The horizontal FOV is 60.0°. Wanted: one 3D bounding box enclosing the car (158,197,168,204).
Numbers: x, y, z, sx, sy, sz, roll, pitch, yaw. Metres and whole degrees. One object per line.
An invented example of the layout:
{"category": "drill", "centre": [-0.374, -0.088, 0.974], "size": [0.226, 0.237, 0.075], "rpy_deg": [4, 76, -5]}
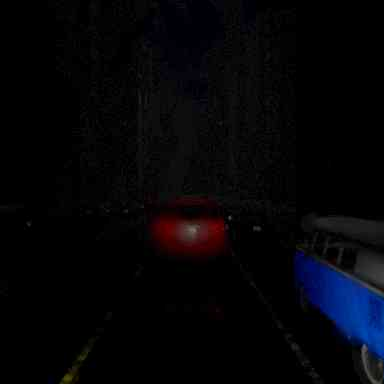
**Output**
{"category": "car", "centre": [-5.768, 1.705, 66.631], "size": [1.802, 1.307, 4.206], "rpy_deg": [0, 0, 0]}

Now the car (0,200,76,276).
{"category": "car", "centre": [-5.762, 1.330, 10.538], "size": [2.192, 1.841, 5.009], "rpy_deg": [0, 0, 0]}

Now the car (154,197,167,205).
{"category": "car", "centre": [-5.767, 1.661, 61.022], "size": [2.008, 1.369, 4.403], "rpy_deg": [0, 0, 0]}

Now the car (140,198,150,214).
{"category": "car", "centre": [-5.765, 1.604, 32.975], "size": [2.008, 1.369, 4.403], "rpy_deg": [0, 0, 0]}

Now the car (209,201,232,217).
{"category": "car", "centre": [2.760, 1.598, 32.991], "size": [1.887, 1.381, 4.507], "rpy_deg": [0, 0, 0]}

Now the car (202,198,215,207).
{"category": "car", "centre": [2.758, 1.663, 55.427], "size": [1.947, 1.339, 4.313], "rpy_deg": [0, 0, 0]}

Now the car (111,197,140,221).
{"category": "car", "centre": [-5.764, 1.483, 27.366], "size": [1.967, 1.590, 4.097], "rpy_deg": [0, 0, 0]}

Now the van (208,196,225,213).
{"category": "van", "centre": [2.760, 1.404, 38.600], "size": [1.690, 1.788, 3.998], "rpy_deg": [0, 0, 0]}

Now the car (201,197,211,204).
{"category": "car", "centre": [2.757, 1.705, 66.645], "size": [1.802, 1.307, 4.206], "rpy_deg": [0, 0, 0]}

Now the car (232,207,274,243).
{"category": "car", "centre": [2.762, 1.590, 16.163], "size": [1.947, 1.339, 4.313], "rpy_deg": [0, 0, 0]}

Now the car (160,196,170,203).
{"category": "car", "centre": [-5.768, 1.662, 72.071], "size": [1.752, 1.417, 4.829], "rpy_deg": [0, 0, 0]}

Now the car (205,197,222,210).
{"category": "car", "centre": [2.760, 1.514, 44.209], "size": [1.967, 1.590, 4.097], "rpy_deg": [0, 0, 0]}

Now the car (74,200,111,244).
{"category": "car", "centre": [-5.763, 1.339, 16.146], "size": [2.192, 1.841, 5.009], "rpy_deg": [0, 0, 0]}

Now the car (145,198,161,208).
{"category": "car", "centre": [-5.766, 1.651, 49.803], "size": [1.947, 1.339, 4.313], "rpy_deg": [0, 0, 0]}

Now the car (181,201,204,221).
{"category": "car", "centre": [0.045, 1.551, 28.548], "size": [1.837, 1.490, 4.892], "rpy_deg": [0, 0, 0]}

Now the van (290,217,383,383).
{"category": "van", "centre": [2.764, 1.348, 4.945], "size": [1.690, 1.788, 3.998], "rpy_deg": [0, 0, 0]}

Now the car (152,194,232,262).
{"category": "car", "centre": [0.035, 1.241, 12.358], "size": [2.150, 2.045, 5.566], "rpy_deg": [0, 0, 1]}

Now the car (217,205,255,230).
{"category": "car", "centre": [2.762, 1.599, 21.772], "size": [1.947, 1.339, 4.313], "rpy_deg": [0, 0, 0]}

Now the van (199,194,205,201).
{"category": "van", "centre": [2.755, 1.536, 94.691], "size": [1.690, 1.788, 3.998], "rpy_deg": [0, 0, 0]}

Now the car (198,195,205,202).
{"category": "car", "centre": [2.342, 1.624, 84.224], "size": [1.801, 1.575, 5.366], "rpy_deg": [0, 0, 0]}

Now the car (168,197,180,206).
{"category": "car", "centre": [-3.062, 1.609, 58.725], "size": [1.837, 1.490, 4.892], "rpy_deg": [0, 0, 0]}

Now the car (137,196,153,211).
{"category": "car", "centre": [-5.765, 1.378, 38.585], "size": [2.192, 1.841, 5.009], "rpy_deg": [0, 0, 0]}

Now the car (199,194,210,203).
{"category": "car", "centre": [2.757, 1.452, 72.255], "size": [2.192, 1.841, 5.009], "rpy_deg": [0, 0, 0]}

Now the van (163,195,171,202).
{"category": "van", "centre": [-5.769, 1.492, 77.851], "size": [1.690, 1.788, 3.998], "rpy_deg": [0, 0, 0]}
